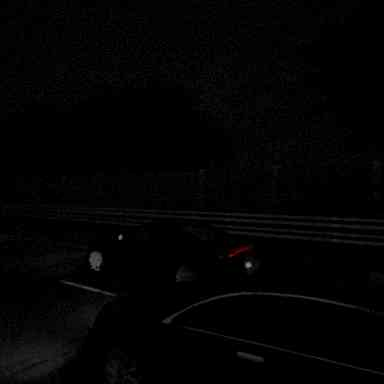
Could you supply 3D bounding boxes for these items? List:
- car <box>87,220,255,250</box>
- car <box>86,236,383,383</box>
[{"bbox_3d":[-0.746,1.475,8.831,5.008,1.535,1.882,0,0,36],"label":"car"},{"bbox_3d":[1.000,1.503,3.281,4.892,1.490,1.837,0,0,36],"label":"car"}]
